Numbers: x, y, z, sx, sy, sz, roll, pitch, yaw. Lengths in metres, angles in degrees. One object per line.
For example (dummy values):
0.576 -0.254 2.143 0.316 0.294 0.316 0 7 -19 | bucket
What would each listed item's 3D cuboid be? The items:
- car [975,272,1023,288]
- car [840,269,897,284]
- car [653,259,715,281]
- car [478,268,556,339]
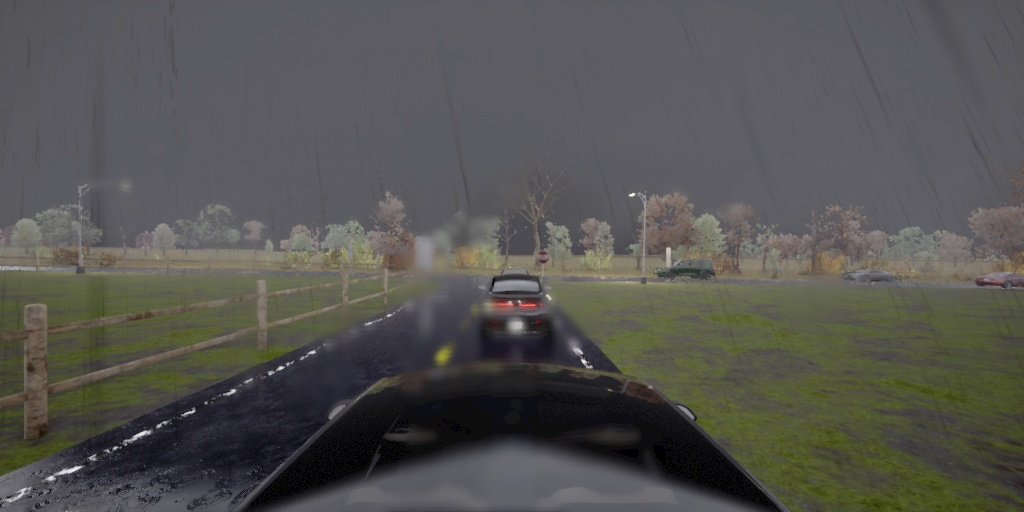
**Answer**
44.571 2.141 32.106 4.181 1.385 1.994 1 1 2 | car
34.786 1.925 35.033 4.181 1.385 1.994 1 1 0 | car
16.861 1.268 35.110 5.566 2.045 2.150 1 1 0 | car
0.115 1.251 10.088 1.837 1.490 4.892 0 0 0 | car
